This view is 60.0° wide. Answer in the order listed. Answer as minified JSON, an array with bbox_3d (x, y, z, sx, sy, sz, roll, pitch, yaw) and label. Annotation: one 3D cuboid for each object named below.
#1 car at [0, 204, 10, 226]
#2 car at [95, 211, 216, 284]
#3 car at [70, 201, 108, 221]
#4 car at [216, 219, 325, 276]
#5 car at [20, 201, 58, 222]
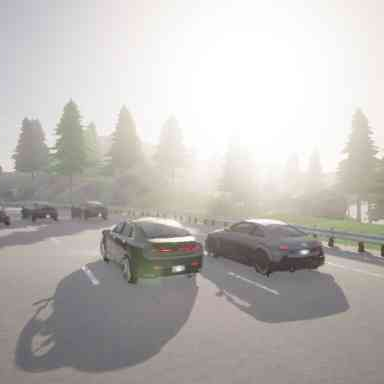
[{"bbox_3d":[-13.729,1.520,22.688,1.812,1.442,4.674,0,0,-38],"label":"car"},{"bbox_3d":[-1.377,1.501,9.761,1.837,1.490,4.892,0,0,-26],"label":"car"},{"bbox_3d":[-8.526,1.497,27.320,1.837,1.490,4.892,0,0,-38],"label":"car"},{"bbox_3d":[2.089,1.560,10.584,1.994,1.385,4.181,0,0,-26],"label":"car"},{"bbox_3d":[-12.032,1.497,26.124,1.837,1.490,4.892,0,0,-39],"label":"car"}]
